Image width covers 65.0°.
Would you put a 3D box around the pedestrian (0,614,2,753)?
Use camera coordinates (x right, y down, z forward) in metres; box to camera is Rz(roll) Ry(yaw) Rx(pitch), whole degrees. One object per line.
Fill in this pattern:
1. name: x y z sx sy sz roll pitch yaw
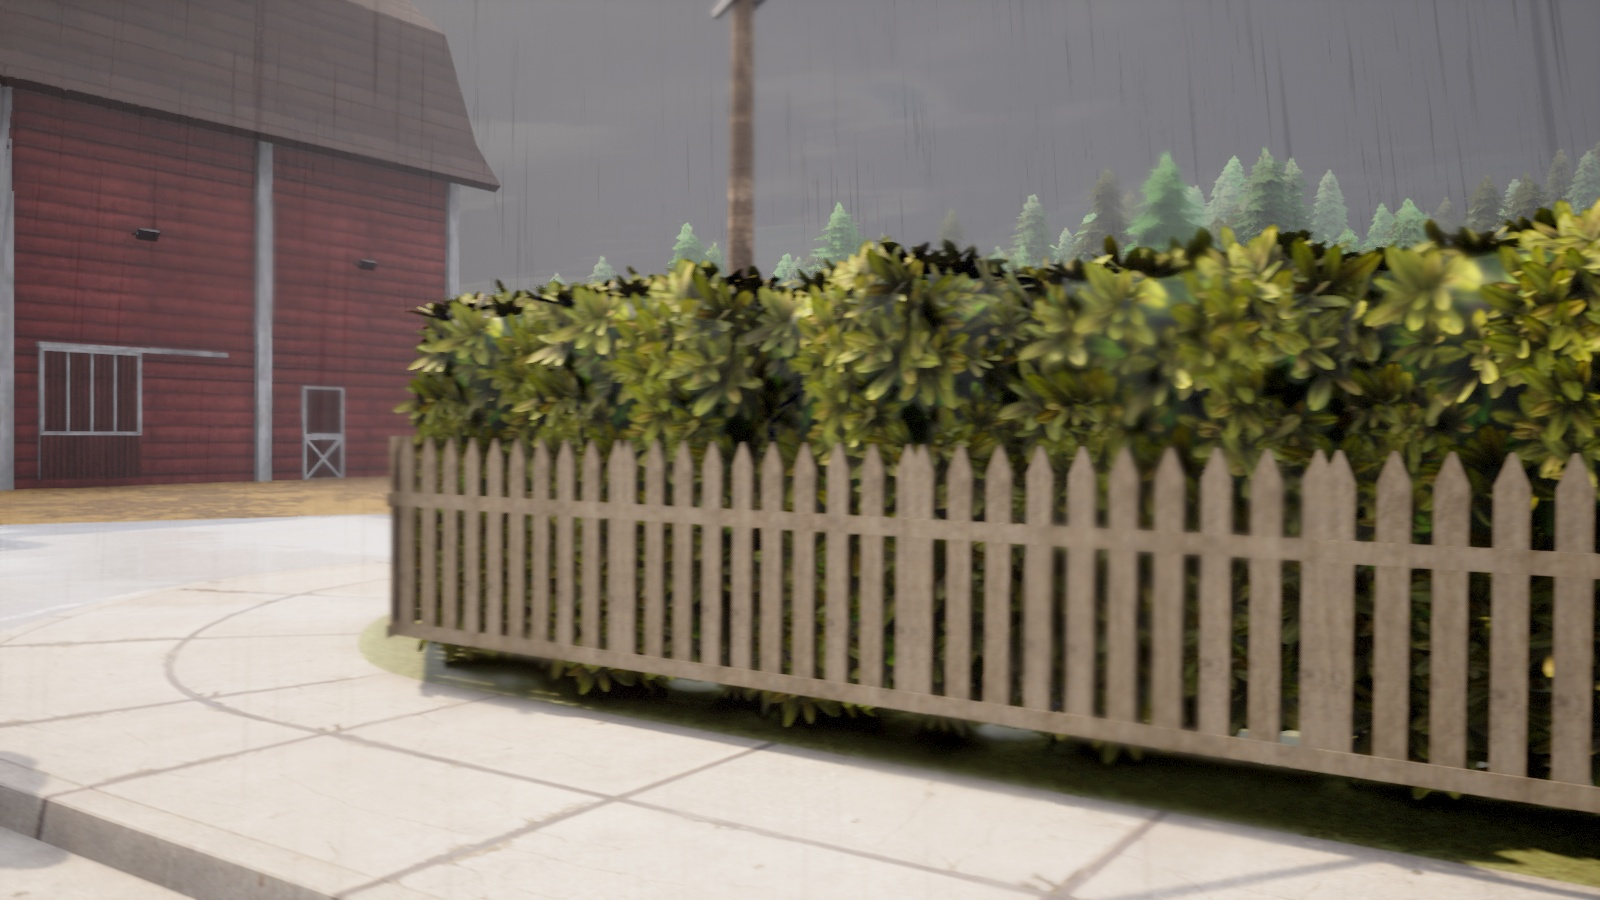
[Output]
1. pedestrian: -3.983 0.452 5.166 0.900 1.855 0.874 -1 1 -11
